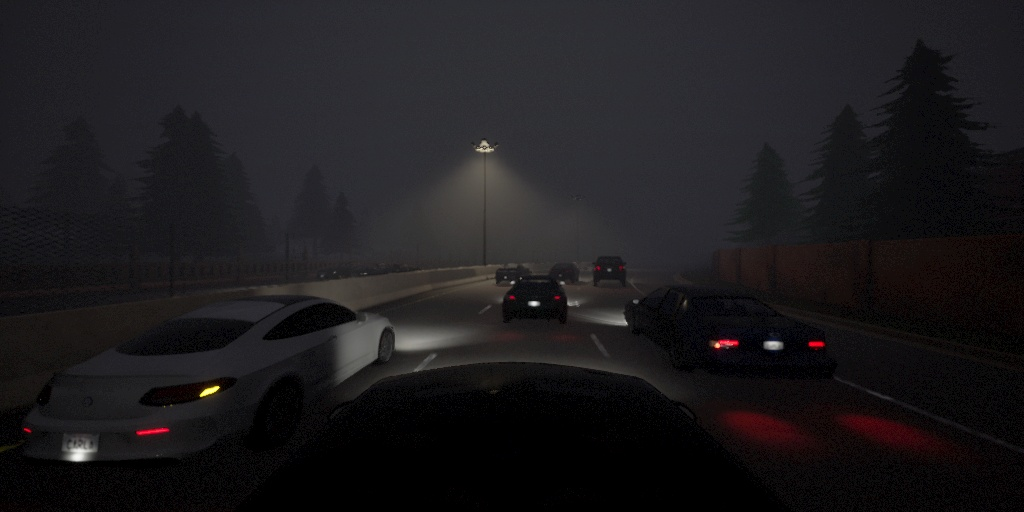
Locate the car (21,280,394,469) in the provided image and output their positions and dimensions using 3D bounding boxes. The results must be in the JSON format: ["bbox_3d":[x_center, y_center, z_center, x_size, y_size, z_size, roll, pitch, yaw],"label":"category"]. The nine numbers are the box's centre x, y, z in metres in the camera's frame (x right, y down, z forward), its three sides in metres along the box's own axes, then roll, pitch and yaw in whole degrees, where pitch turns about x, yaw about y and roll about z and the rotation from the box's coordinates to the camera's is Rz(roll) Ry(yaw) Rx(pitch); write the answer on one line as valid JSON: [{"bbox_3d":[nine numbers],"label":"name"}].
[{"bbox_3d":[-3.246,1.275,5.067,1.812,1.442,4.674,0,0,2],"label":"car"}]

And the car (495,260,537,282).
[{"bbox_3d":[0.185,1.281,27.080,2.128,1.511,4.902,0,0,15],"label":"car"}]

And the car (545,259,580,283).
[{"bbox_3d":[4.225,1.276,28.513,1.882,1.535,5.008,0,0,16],"label":"car"}]

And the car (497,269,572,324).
[{"bbox_3d":[0.854,1.331,12.228,1.994,1.385,4.181,0,0,6],"label":"car"}]

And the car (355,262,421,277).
[{"bbox_3d":[-7.915,1.263,24.294,2.128,1.511,4.902,0,0,14],"label":"car"}]

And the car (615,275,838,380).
[{"bbox_3d":[3.855,1.313,7.558,2.033,1.411,5.357,0,0,4],"label":"car"}]

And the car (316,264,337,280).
[{"bbox_3d":[-13.796,1.261,29.618,2.128,1.511,4.902,0,0,15],"label":"car"}]

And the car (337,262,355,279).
[{"bbox_3d":[-10.670,1.264,27.755,2.128,1.511,4.902,0,0,14],"label":"car"}]

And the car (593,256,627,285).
[{"bbox_3d":[7.111,1.021,26.099,2.150,2.045,5.566,0,0,16],"label":"car"}]
